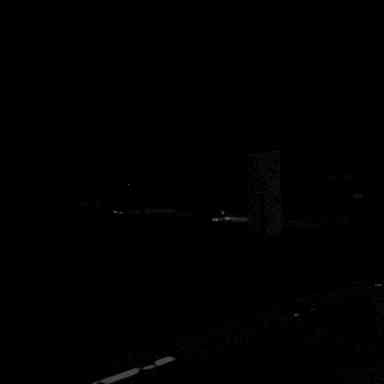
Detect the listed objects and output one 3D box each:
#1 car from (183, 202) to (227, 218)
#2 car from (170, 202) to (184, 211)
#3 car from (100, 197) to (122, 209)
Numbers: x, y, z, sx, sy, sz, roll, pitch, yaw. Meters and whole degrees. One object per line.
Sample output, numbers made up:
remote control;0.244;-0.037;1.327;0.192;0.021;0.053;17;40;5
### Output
car;1.633;1.840;34.852;2.128;1.511;4.902;-2;0;-36
car;-1.095;2.002;44.992;1.895;1.301;4.718;-2;1;-36
car;-13.019;2.003;55.374;2.128;1.511;4.902;-2;1;-35
